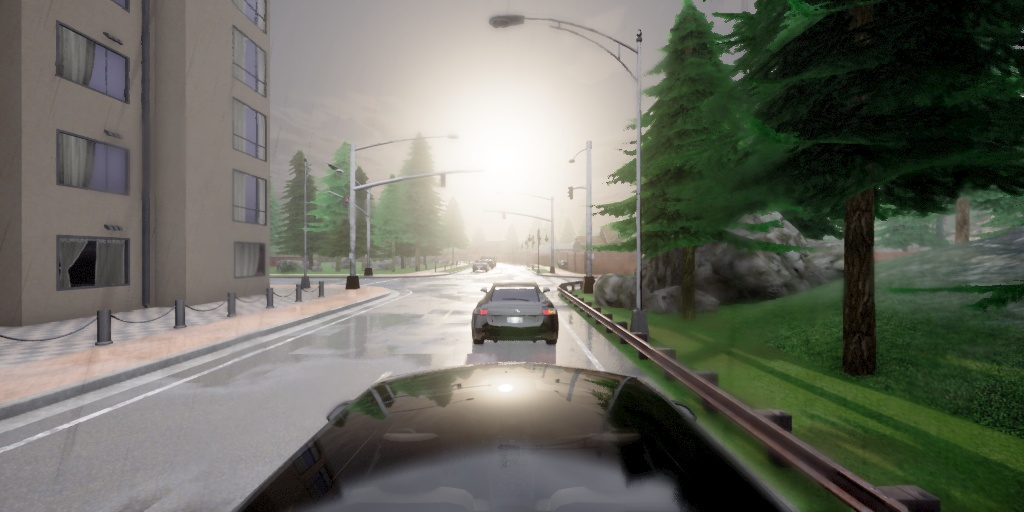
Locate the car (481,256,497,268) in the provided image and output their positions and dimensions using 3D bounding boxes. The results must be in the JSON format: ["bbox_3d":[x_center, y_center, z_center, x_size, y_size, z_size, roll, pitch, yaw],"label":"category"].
[{"bbox_3d":[-3.977,0.942,56.232,2.150,2.045,5.566,0,0,0],"label":"car"}]

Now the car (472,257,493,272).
[{"bbox_3d":[-3.934,1.212,45.624,2.128,1.511,4.902,0,0,0],"label":"car"}]

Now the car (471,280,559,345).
[{"bbox_3d":[0.083,1.314,9.536,1.994,1.385,4.181,0,0,1],"label":"car"}]
